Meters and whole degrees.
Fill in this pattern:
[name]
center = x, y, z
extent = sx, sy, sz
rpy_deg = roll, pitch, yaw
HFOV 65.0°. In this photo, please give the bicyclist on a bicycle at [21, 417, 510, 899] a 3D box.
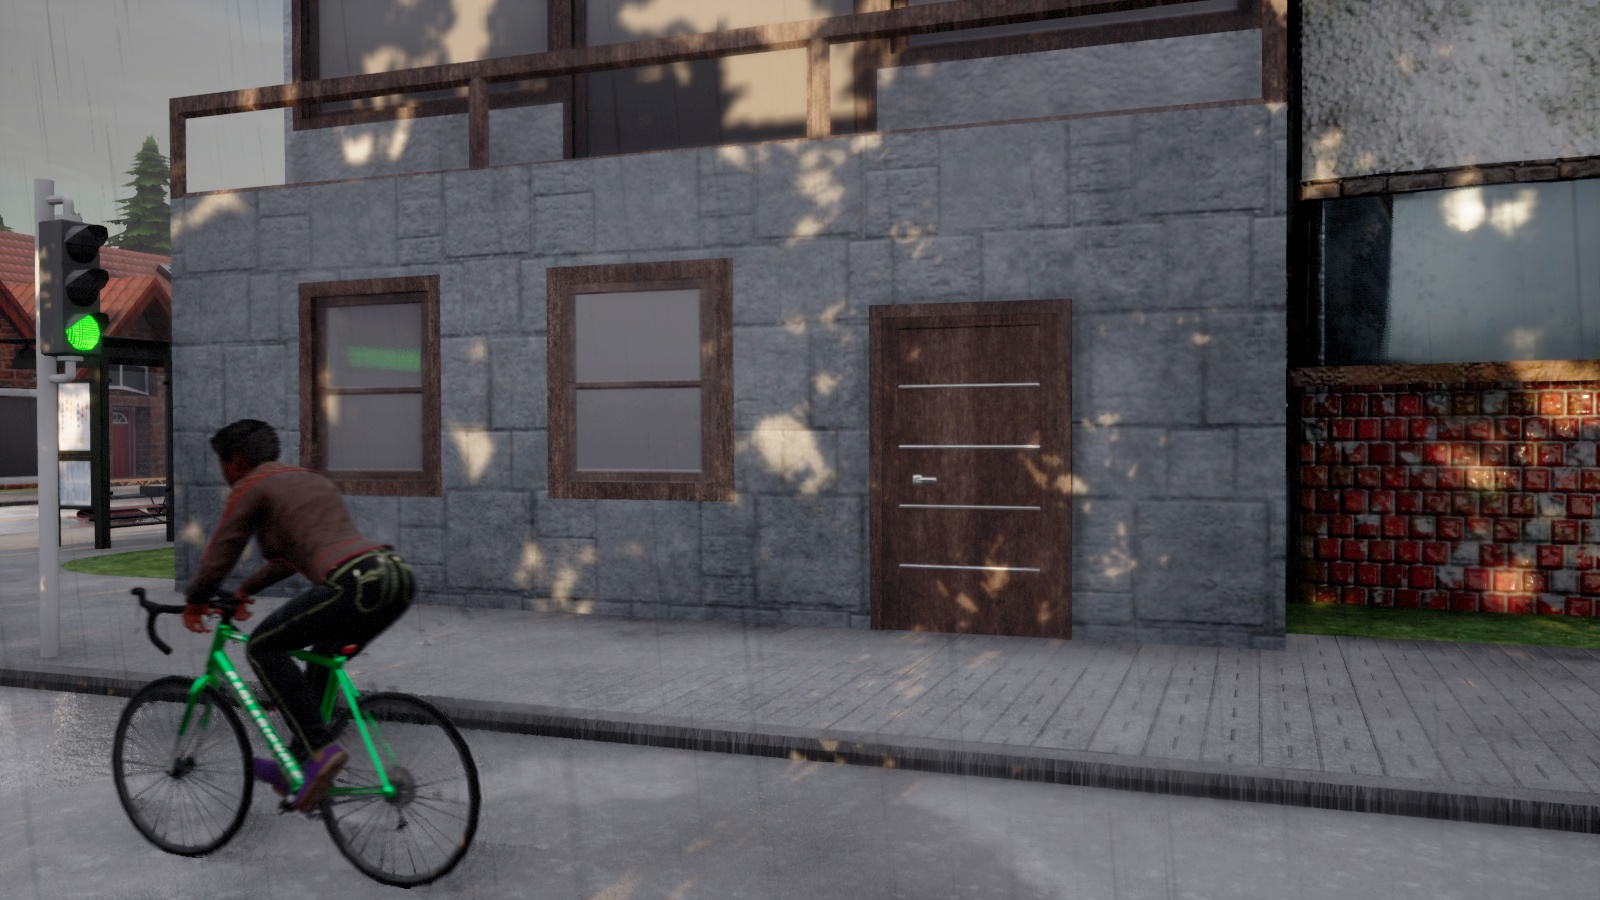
[bicyclist on a bicycle]
center = -1.918, 0.700, 4.510
extent = 1.656, 1.620, 0.582
rpy_deg = 0, 1, 20
